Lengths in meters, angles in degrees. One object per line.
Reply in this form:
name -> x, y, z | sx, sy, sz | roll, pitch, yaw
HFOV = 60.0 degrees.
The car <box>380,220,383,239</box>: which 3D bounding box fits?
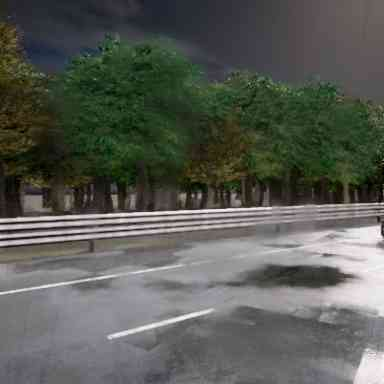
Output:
car -> 10.259, 1.463, 14.854 | 4.674, 1.442, 1.812 | 0, 0, -33
